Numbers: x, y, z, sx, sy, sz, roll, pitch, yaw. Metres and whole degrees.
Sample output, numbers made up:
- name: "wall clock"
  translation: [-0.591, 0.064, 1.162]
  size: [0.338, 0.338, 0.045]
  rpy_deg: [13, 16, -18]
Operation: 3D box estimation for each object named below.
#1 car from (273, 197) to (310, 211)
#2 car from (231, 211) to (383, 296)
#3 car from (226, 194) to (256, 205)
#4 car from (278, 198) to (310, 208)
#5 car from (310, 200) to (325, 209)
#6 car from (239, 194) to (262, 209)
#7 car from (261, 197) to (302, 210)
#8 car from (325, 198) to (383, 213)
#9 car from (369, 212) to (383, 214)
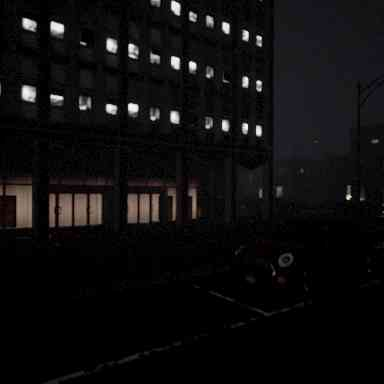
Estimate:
- name: "car"
  translation: [10.843, 1.491, 38.519]
  size: [2.008, 1.369, 4.403]
  rpy_deg: [1, 0, -35]
- name: "car"
  translation: [2.941, 1.456, 8.652]
  size: [4.097, 1.590, 1.967]
  rpy_deg: [0, 0, -35]
- name: "car"
  translation: [8.306, 1.250, 56.949]
  size: [2.192, 1.841, 5.009]
  rpy_deg: [1, 0, -35]
- name: "car"
  translation: [14.594, 1.562, 47.836]
  size: [1.802, 1.307, 4.206]
  rpy_deg: [1, 0, -35]
- name: "car"
  translation: [17.644, 1.528, 43.419]
  size: [1.752, 1.417, 4.829]
  rpy_deg: [1, 0, -35]
- name: "car"
  translation: [7.700, 1.232, 43.077]
  size: [2.192, 1.841, 5.009]
  rpy_deg: [1, 0, -35]
- name: "car"
  translation: [11.277, 1.425, 42.437]
  size: [1.882, 1.535, 5.008]
  rpy_deg: [1, 0, -35]
- name: "car"
  translation: [16.950, 1.537, 34.227]
  size: [2.033, 1.411, 5.357]
  rpy_deg: [1, 0, -35]
- name: "car"
  translation: [7.575, 1.579, 11.959]
  size: [4.403, 1.369, 2.008]
  rpy_deg: [0, 0, -36]
